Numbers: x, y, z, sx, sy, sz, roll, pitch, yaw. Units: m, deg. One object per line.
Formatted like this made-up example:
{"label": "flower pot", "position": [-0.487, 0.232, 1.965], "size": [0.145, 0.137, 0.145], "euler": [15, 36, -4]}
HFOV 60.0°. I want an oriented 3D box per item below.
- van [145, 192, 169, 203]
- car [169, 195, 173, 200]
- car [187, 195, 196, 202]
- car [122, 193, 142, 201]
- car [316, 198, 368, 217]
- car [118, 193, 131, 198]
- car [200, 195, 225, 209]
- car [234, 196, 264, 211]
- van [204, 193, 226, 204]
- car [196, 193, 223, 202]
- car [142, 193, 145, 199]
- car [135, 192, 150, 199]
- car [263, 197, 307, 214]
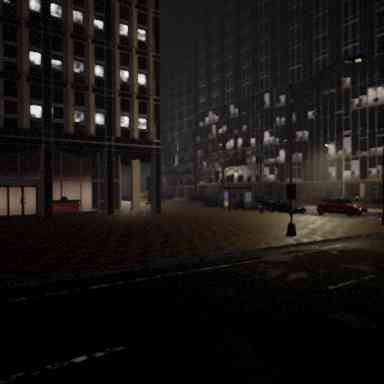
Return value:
{"label": "van", "position": [-6.172, 1.091, 57.989], "size": [1.690, 1.788, 3.998], "euler": [0, 1, -34]}
{"label": "car", "position": [-5.671, 1.136, 72.105], "size": [1.802, 1.307, 4.206], "euler": [0, 1, -34]}
{"label": "car", "position": [0.745, 1.242, 62.721], "size": [1.802, 1.307, 4.206], "euler": [0, 1, -34]}
{"label": "car", "position": [-12.590, 1.195, 67.375], "size": [2.008, 1.369, 4.403], "euler": [0, 1, -34]}
{"label": "car", "position": [14.516, 1.371, 32.306], "size": [2.097, 1.767, 4.553], "euler": [-1, 1, -34]}
{"label": "car", "position": [-18.504, 0.891, 90.870], "size": [2.008, 1.369, 4.403], "euler": [0, 1, -34]}
{"label": "car", "position": [3.406, 1.471, 43.888], "size": [1.947, 1.339, 4.313], "euler": [0, 1, -34]}
{"label": "car", "position": [6.565, 1.539, 39.164], "size": [1.802, 1.307, 4.206], "euler": [0, 1, -34]}
{"label": "van", "position": [3.953, 1.054, 58.027], "size": [1.690, 1.788, 3.998], "euler": [0, 1, -34]}
{"label": "car", "position": [3.096, 1.342, 49.027], "size": [1.837, 1.490, 4.892], "euler": [-1, 1, -34]}
{"label": "car", "position": [-8.879, 0.816, 76.793], "size": [2.192, 1.841, 5.009], "euler": [0, 1, -34]}
{"label": "car", "position": [-12.087, 0.888, 81.486], "size": [1.967, 1.590, 4.097], "euler": [0, 1, -34]}
{"label": "car", "position": [9.760, 1.574, 34.460], "size": [1.947, 1.339, 4.313], "euler": [0, 1, -34]}
